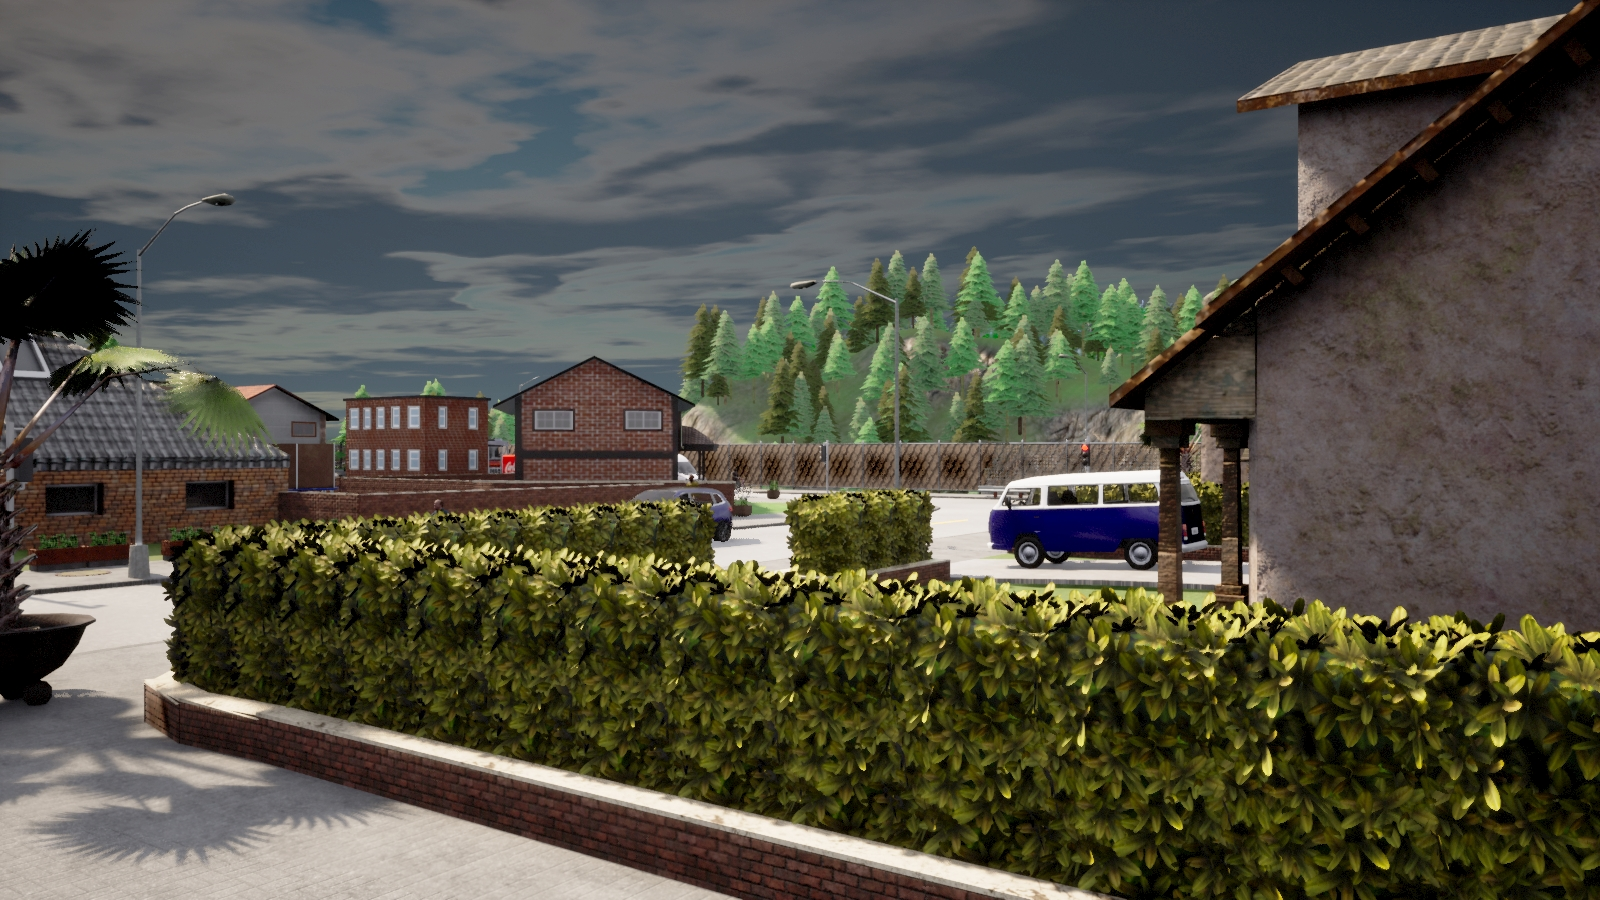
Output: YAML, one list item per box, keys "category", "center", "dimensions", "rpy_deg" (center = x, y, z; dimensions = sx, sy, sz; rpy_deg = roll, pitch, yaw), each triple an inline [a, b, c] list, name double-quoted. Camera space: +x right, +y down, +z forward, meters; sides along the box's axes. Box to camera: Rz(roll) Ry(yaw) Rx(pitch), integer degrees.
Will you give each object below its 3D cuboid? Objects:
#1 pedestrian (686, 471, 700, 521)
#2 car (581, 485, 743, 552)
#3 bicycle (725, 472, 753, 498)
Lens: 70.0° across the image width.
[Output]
- category: "pedestrian"
  center: [-4.013, 1.732, 42.866]
  dimensions: [0.375, 1.860, 0.375]
  rpy_deg: [0, 0, 37]
- category: "car"
  center: [-3.998, 1.958, 33.811]
  dimensions: [2.242, 1.667, 4.611]
  rpy_deg: [0, 0, 35]
- category: "bicycle"
  center: [-3.629, 2.044, 67.422]
  dimensions: [1.835, 1.471, 0.329]
  rpy_deg: [0, 0, 35]
